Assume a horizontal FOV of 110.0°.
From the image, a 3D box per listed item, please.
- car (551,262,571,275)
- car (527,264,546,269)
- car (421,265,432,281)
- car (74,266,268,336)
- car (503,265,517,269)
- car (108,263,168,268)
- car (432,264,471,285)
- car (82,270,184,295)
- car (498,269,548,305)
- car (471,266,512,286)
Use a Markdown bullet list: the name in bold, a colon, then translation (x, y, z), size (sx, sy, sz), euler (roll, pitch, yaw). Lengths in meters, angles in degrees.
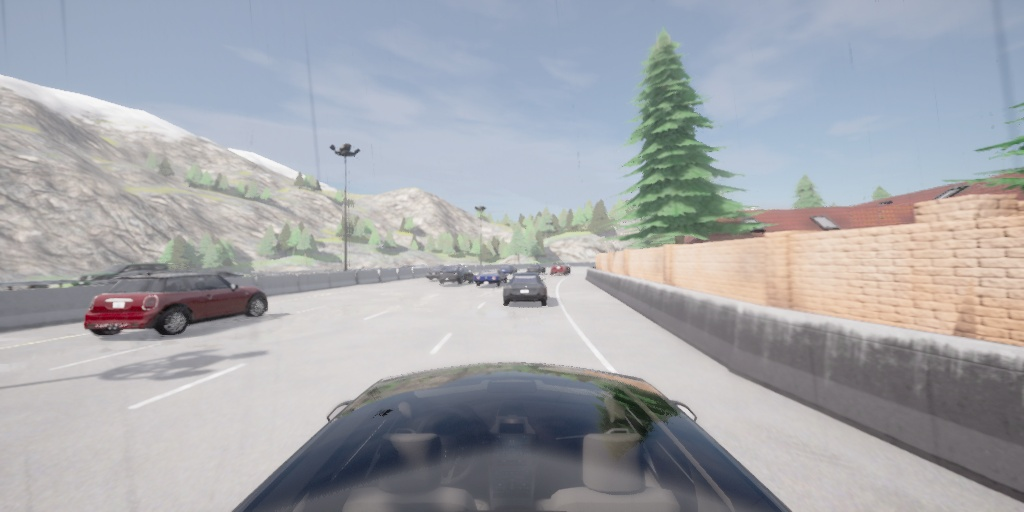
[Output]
- **car**: translation (6.525, 1.577, 47.517), size (2.097, 1.767, 4.553), euler (-1, -1, 18)
- **car**: translation (3.412, 1.772, 49.385), size (2.128, 1.511, 4.902), euler (-1, -1, 17)
- **car**: translation (-7.058, 1.791, 37.160), size (2.033, 1.411, 5.357), euler (-1, -1, 12)
- **car**: translation (-10.159, 1.322, 11.458), size (2.097, 1.767, 4.553), euler (-1, -1, 2)
- **car**: translation (-0.565, 1.872, 48.265), size (1.994, 1.385, 4.181), euler (-1, -1, 16)
- **car**: translation (-30.018, 1.594, 28.049), size (2.150, 2.045, 5.566), euler (-1, -1, 8)
- **car**: translation (-4.684, 1.632, 30.534), size (2.128, 1.511, 4.902), euler (-1, -1, 10)
- **car**: translation (-26.766, 1.816, 25.646), size (1.837, 1.490, 4.892), euler (-1, -1, 7)
- **car**: translation (0.698, 1.491, 17.224), size (1.994, 1.385, 4.181), euler (-1, -1, 5)
- **car**: translation (-1.535, 1.685, 28.508), size (1.895, 1.301, 4.718), euler (-1, -1, 9)
